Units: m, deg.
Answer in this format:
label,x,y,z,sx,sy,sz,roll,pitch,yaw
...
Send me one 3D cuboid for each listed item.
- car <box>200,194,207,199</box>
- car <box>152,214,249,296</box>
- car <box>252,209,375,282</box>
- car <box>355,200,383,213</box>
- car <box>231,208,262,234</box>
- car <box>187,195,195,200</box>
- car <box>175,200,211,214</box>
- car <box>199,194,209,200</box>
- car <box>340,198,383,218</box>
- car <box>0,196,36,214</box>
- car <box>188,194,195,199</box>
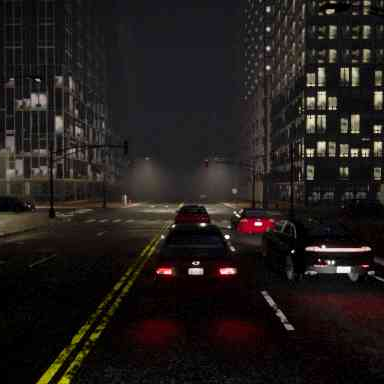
label,x,y,z,sx,sy,sz,roll,pitch,yaw
car,3.033,1.262,91.431,1.812,1.442,4.674,0,0,0
car,0.081,1.543,8.789,2.033,1.411,5.357,0,0,0
car,3.326,1.487,9.704,2.128,1.511,4.902,0,0,0
car,21.719,1.641,38.555,4.829,1.417,1.752,1,0,1
car,3.306,1.554,18.504,1.994,1.385,4.181,0,0,0
car,-0.193,1.438,81.422,1.812,1.442,4.674,0,0,0
car,0.061,1.467,18.609,1.882,1.535,5.008,0,0,1
car,3.057,1.509,81.459,1.895,1.301,4.718,0,0,0
car,16.130,1.517,30.256,5.009,1.841,2.192,1,0,1
car,-18.145,1.208,33.279,4.553,1.767,2.097,0,1,2
car,-0.217,1.333,91.454,1.895,1.301,4.718,0,0,0
